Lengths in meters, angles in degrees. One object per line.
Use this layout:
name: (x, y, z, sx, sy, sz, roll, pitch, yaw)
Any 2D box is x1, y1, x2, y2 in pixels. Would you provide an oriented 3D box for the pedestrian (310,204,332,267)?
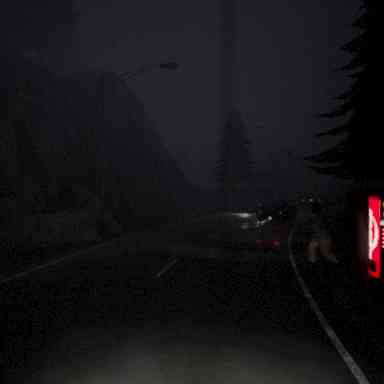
pedestrian: (3.506, 1.171, 9.071, 0.375, 1.860, 0.375, 0, 1, 12)

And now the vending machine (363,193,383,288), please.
vending machine: (4.747, 1.091, 7.787, 1.100, 2.100, 0.880, 0, 1, 11)

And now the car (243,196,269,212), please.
car: (6.344, 1.105, 31.024, 1.812, 1.442, 4.674, 0, 1, 31)

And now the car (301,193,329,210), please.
car: (13.232, 0.876, 35.512, 2.097, 1.767, 4.553, 1, 1, 33)

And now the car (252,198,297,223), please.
car: (5.896, 1.293, 22.730, 1.895, 1.301, 4.718, 0, 1, 27)
